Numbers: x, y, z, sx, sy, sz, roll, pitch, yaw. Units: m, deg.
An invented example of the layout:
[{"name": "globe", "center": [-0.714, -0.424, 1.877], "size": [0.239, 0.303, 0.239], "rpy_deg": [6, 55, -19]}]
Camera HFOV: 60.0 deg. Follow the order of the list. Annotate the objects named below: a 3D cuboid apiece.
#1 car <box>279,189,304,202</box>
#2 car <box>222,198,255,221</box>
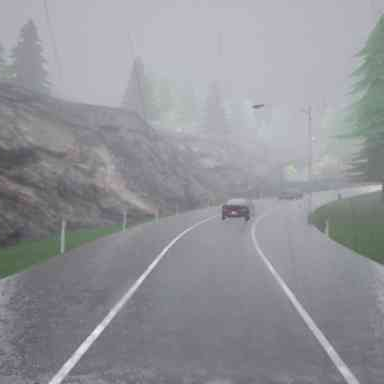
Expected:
[{"name": "car", "center": [12.323, 0.318, 41.138], "size": [2.128, 1.511, 4.902], "rpy_deg": [-1, 3, 37]}, {"name": "car", "center": [3.495, 1.143, 24.444], "size": [1.882, 1.535, 5.008], "rpy_deg": [0, 2, 17]}]
